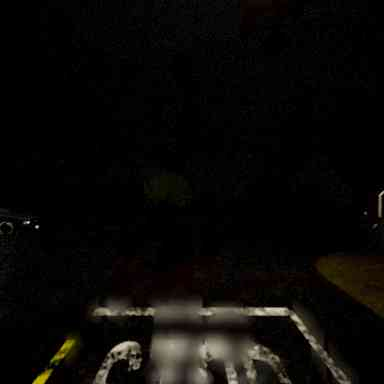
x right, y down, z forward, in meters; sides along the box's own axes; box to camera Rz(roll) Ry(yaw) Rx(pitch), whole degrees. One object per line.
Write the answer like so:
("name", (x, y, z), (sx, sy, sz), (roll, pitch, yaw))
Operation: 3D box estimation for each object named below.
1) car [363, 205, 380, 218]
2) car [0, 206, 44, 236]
("car", (14.659, 1.169, 23.351), (5.008, 1.535, 1.882), (-1, 1, -2))
("car", (-9.990, 1.247, 15.705), (5.357, 1.411, 2.033), (0, 1, -2))
